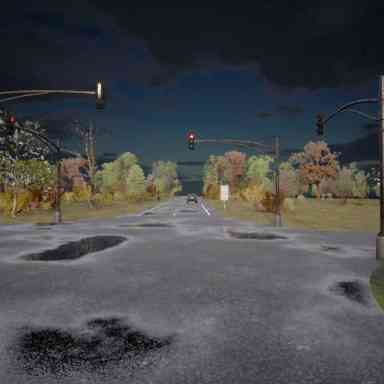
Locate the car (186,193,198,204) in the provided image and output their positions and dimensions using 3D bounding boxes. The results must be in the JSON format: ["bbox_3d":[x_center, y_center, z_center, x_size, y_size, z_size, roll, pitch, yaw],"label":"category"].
[{"bbox_3d":[-0.009,1.293,67.647,2.150,2.045,5.566,0,0,0],"label":"car"}]

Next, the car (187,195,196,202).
[{"bbox_3d":[-0.011,1.465,78.038,2.033,1.411,5.357,0,0,0],"label":"car"}]
